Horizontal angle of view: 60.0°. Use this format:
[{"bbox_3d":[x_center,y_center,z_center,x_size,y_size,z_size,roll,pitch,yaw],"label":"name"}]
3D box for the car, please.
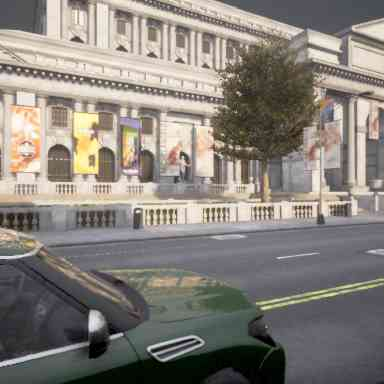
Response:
[{"bbox_3d":[-1.825,1.224,2.239,5.566,2.045,2.150,0,0,-35],"label":"car"}]
